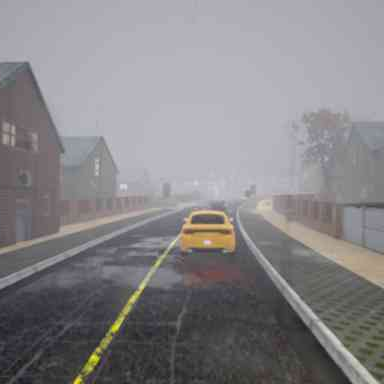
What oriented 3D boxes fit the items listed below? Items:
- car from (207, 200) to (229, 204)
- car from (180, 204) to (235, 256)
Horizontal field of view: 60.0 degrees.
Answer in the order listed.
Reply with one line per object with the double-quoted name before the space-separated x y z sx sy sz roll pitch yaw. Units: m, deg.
"car" 2.323 1.424 30.061 2.128 1.511 4.902 0 0 8
"car" 0.644 1.472 13.274 1.882 1.535 5.008 0 0 3
